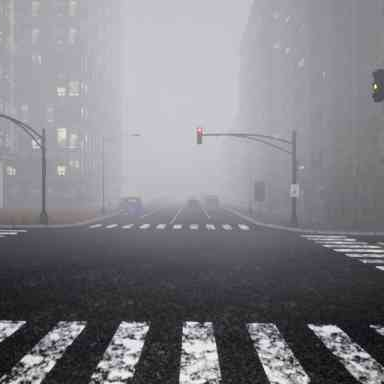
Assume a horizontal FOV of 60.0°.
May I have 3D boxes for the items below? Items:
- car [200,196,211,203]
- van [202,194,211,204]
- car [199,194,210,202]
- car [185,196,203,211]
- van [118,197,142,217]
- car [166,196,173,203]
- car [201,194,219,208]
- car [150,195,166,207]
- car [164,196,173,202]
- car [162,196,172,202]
[{"bbox_3d":[2.749,1.579,69.425,2.008,1.369,4.403,0,0,0],"label":"car"},{"bbox_3d":[2.743,1.366,63.875,1.690,1.788,3.998,0,0,0],"label":"van"},{"bbox_3d":[2.753,1.348,74.976,2.192,1.841,5.009,0,0,0],"label":"car"},{"bbox_3d":[0.138,1.537,41.822,1.812,1.442,4.674,0,0,0],"label":"car"},{"bbox_3d":[-5.664,1.347,30.575,1.690,1.788,3.998,0,0,0],"label":"van"},{"bbox_3d":[-5.632,1.469,69.431,1.967,1.590,4.097,0,0,0],"label":"car"},{"bbox_3d":[2.730,1.329,47.222,2.192,1.841,5.009,0,0,0],"label":"car"},{"bbox_3d":[-5.646,1.542,52.608,1.752,1.417,4.829,0,0,0],"label":"car"},{"bbox_3d":[-5.623,1.589,80.533,2.008,1.369,4.403,0,0,0],"label":"car"},{"bbox_3d":[-5.628,1.559,74.812,1.752,1.417,4.829,0,0,0],"label":"car"}]
